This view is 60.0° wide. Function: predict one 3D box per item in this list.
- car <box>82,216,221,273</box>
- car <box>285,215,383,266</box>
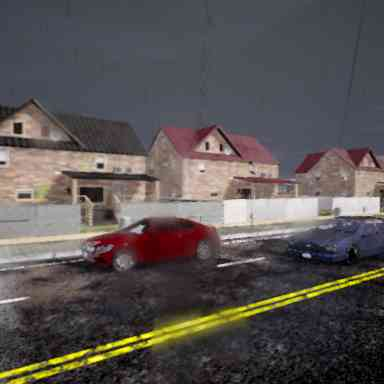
[{"bbox_3d":[-1.147,1.528,10.847,4.674,1.442,1.812,0,0,-35],"label":"car"},{"bbox_3d":[5.677,1.553,11.719,5.357,1.411,2.033,0,0,-35],"label":"car"}]
